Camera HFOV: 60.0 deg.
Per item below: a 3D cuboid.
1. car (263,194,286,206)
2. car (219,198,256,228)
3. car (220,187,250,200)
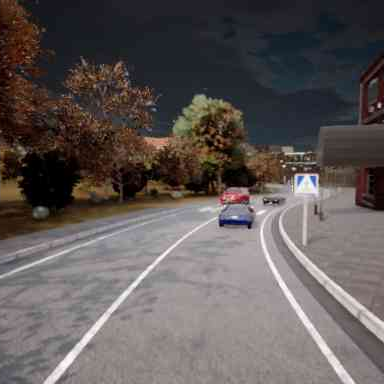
[{"bbox_3d":[10.055,0.907,40.221,1.895,1.301,4.718,3,3,26],"label":"car"},{"bbox_3d":[2.879,1.342,20.671,1.994,1.385,4.181,1,1,14],"label":"car"},{"bbox_3d":[5.014,0.487,38.108,2.150,2.045,5.566,2,2,25],"label":"car"}]
